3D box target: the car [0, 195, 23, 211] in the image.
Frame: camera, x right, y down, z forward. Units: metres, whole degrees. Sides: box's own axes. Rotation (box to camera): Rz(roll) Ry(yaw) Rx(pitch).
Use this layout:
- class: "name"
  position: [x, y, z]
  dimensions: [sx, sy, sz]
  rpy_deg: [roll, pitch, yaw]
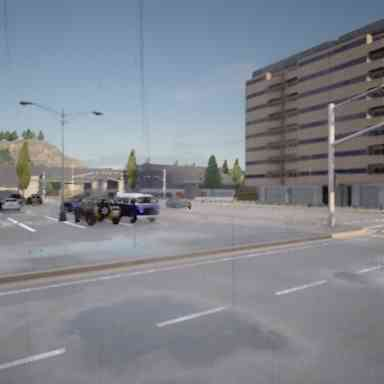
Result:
- class: "car"
  position: [-21.056, 1.460, 38.419]
  dimensions: [1.970, 1.475, 3.806]
  rpy_deg: [0, 0, -35]

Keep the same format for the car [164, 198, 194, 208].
- class: "car"
  position: [-2.027, 1.648, 51.561]
  dimensions: [2.033, 1.411, 5.357]
  rpy_deg: [0, 0, -35]

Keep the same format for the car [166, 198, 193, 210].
- class: "car"
  position: [-1.753, 1.659, 45.104]
  dimensions: [1.994, 1.385, 4.181]
  rpy_deg: [0, 0, -35]

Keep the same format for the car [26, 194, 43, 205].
- class: "car"
  position: [-26.487, 1.228, 55.885]
  dimensions: [1.932, 1.855, 4.605]
  rpy_deg: [0, 0, -35]

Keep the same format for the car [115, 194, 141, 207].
- class: "car"
  position: [-11.335, 1.454, 58.797]
  dimensions: [1.994, 1.385, 4.181]
  rpy_deg: [0, 0, -35]
